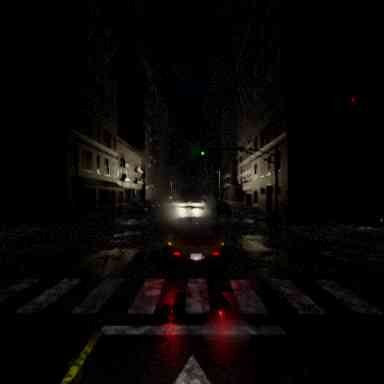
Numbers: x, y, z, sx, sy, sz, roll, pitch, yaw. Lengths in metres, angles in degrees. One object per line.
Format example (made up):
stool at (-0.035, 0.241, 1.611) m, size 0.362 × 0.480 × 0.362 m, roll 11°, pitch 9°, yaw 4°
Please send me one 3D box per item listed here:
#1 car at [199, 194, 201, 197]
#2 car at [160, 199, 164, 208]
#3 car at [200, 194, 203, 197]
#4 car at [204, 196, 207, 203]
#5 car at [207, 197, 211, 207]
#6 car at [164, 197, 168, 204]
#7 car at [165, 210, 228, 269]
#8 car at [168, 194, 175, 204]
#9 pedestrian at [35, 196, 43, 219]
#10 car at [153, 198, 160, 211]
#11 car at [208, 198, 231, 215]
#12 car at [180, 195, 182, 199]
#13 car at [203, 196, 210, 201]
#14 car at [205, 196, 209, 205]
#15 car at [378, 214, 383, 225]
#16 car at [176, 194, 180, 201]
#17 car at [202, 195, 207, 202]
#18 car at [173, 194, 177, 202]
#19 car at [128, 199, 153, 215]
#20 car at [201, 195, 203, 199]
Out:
car at (3.855, 1.766, 95.195) m, size 1.947 × 1.339 × 4.313 m, roll 1°, pitch 0°, yaw 1°
car at (-5.351, 1.655, 45.533) m, size 2.008 × 1.369 × 4.403 m, roll 1°, pitch 0°, yaw 1°
car at (3.704, 1.745, 84.135) m, size 1.947 × 1.339 × 4.313 m, roll 1°, pitch 0°, yaw 1°
car at (3.249, 1.659, 50.953) m, size 1.887 × 1.381 × 4.507 m, roll 1°, pitch 0°, yaw 1°
car at (3.098, 1.635, 39.893) m, size 1.887 × 1.381 × 4.507 m, roll 1°, pitch 0°, yaw 1°
car at (-5.275, 1.660, 51.062) m, size 1.887 × 1.381 × 4.507 m, roll 1°, pitch 0°, yaw 1°
car at (0.138, 1.553, 11.166) m, size 1.812 × 1.442 × 4.674 m, roll 0°, pitch 0°, yaw 0°
car at (-5.050, 1.674, 67.478) m, size 1.752 × 1.417 × 4.829 m, roll 1°, pitch 0°, yaw 1°
pedestrian at (-12.333, 1.213, 26.750) m, size 0.375 × 1.860 × 0.375 m, roll 0°, pitch -1°, yaw 0°
car at (-5.427, 1.658, 40.004) m, size 1.947 × 1.339 × 4.313 m, roll 1°, pitch 0°, yaw 1°
car at (3.022, 1.645, 34.363) m, size 1.947 × 1.339 × 4.313 m, roll 1°, pitch 0°, yaw 1°
car at (-4.743, 1.506, 89.764) m, size 2.192 × 1.841 × 5.009 m, roll 1°, pitch 0°, yaw 1°
car at (3.779, 1.772, 89.665) m, size 1.802 × 1.307 × 4.206 m, roll 1°, pitch 0°, yaw 1°
car at (3.173, 1.653, 45.423) m, size 2.008 × 1.369 × 4.403 m, roll 1°, pitch 0°, yaw 1°
car at (15.176, 1.716, 22.376) m, size 4.892 × 1.490 × 1.837 m, roll 0°, pitch -1°, yaw 1°
car at (-4.821, 1.747, 84.235) m, size 1.947 × 1.339 × 4.313 m, roll 1°, pitch 0°, yaw 1°
car at (3.401, 1.703, 62.014) m, size 1.947 × 1.339 × 4.313 m, roll 1°, pitch 0°, yaw 1°
car at (-4.973, 1.726, 73.177) m, size 1.947 × 1.339 × 4.313 m, roll 1°, pitch 0°, yaw 1°
car at (-5.503, 1.662, 34.475) m, size 1.802 × 1.307 × 4.206 m, roll 1°, pitch 0°, yaw 1°
car at (3.552, 1.709, 73.074) m, size 2.008 × 1.369 × 4.403 m, roll 1°, pitch 0°, yaw 1°
